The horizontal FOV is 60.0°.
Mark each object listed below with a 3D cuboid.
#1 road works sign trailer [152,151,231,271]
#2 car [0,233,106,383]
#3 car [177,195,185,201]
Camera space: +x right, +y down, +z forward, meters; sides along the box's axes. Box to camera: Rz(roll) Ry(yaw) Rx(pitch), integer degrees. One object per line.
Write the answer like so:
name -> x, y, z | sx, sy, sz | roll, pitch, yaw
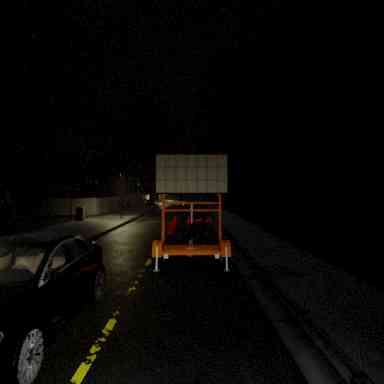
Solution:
road works sign trailer -> -0.011, 0.467, 10.835 | 2.380, 3.560, 2.880 | 0, 0, 0
car -> -2.754, 1.492, 5.319 | 2.128, 1.511, 4.902 | 0, 0, 0
car -> -2.839, 1.580, 83.760 | 1.837, 1.490, 4.892 | 0, -1, 0
